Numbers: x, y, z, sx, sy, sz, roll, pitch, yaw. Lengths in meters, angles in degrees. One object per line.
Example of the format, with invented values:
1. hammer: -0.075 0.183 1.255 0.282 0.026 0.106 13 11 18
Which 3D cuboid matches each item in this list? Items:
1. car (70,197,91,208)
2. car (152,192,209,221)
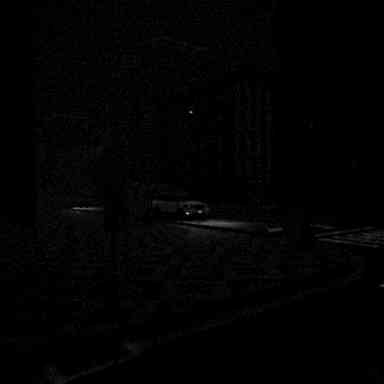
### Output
1. car: -15.615 1.425 46.170 1.812 1.442 4.674 -1 0 -36
2. car: -1.034 1.051 25.852 2.150 2.045 5.566 -1 0 -36
